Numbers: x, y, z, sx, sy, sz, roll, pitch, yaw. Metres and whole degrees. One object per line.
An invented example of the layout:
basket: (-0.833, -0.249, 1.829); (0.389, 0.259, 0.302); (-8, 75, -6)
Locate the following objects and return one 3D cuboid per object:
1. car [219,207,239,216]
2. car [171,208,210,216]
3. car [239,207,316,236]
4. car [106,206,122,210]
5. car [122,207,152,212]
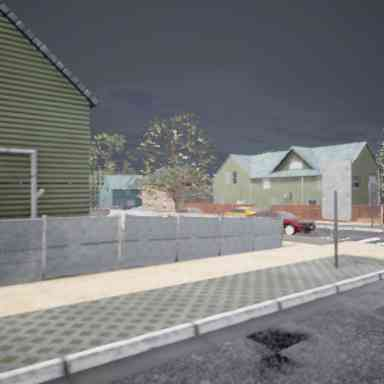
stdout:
car: (4.357, 2.046, 28.924); (1.882, 1.535, 5.008); (-1, -1, -36)
car: (0.034, 2.149, 29.902); (1.882, 1.535, 5.008); (-1, -1, -36)
car: (5.708, 1.918, 21.962); (1.882, 1.535, 5.008); (-1, -1, -36)
car: (-12.438, 2.855, 52.400); (1.895, 1.301, 4.718); (-1, -1, -36)
car: (-5.871, 2.438, 38.157); (1.812, 1.442, 4.674); (-1, -1, -36)
